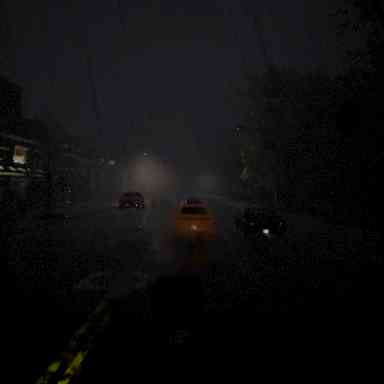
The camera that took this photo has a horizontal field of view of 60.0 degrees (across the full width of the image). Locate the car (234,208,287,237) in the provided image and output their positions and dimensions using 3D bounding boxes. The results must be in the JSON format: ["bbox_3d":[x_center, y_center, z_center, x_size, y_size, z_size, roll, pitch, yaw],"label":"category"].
[{"bbox_3d":[3.349,1.473,17.270,1.895,1.301,4.718,0,0,0],"label":"car"}]

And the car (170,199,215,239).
[{"bbox_3d":[0.099,1.354,16.706,1.882,1.535,5.008,0,0,0],"label":"car"}]

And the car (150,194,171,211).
[{"bbox_3d":[-3.344,1.253,36.864,1.812,1.442,4.674,0,0,0],"label":"car"}]

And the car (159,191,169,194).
[{"bbox_3d":[-6.502,0.468,76.983,2.097,1.767,4.553,0,0,0],"label":"car"}]

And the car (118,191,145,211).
[{"bbox_3d":[-6.595,0.951,36.732,2.150,2.045,5.566,0,0,0],"label":"car"}]
